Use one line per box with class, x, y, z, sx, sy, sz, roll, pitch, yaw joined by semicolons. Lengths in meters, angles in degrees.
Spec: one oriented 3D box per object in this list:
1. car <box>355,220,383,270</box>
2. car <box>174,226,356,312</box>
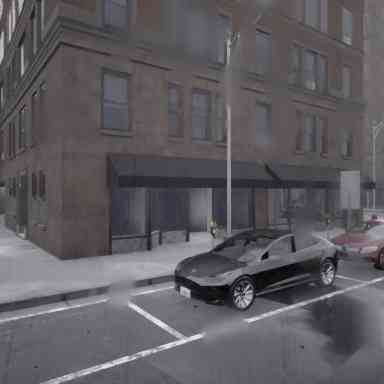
car;6.122;1.582;10.905;4.206;1.307;1.802;0;0;-36
car;1.644;1.566;7.709;4.313;1.339;1.947;0;0;-36
